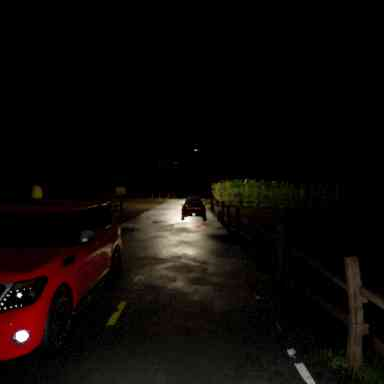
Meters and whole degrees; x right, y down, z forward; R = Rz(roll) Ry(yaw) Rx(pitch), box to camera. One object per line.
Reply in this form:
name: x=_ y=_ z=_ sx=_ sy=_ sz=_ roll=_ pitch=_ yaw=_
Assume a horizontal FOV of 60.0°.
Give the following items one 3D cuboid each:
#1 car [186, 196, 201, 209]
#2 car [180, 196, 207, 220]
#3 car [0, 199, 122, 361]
car: x=0.141 y=1.217 z=41.745 sx=1.812 sy=1.442 sz=4.674 roll=0 pitch=1 yaw=0
car: x=0.126 y=1.332 z=25.960 sx=1.837 sy=1.490 sz=4.892 roll=0 pitch=0 yaw=0
car: x=-2.833 y=1.185 z=6.306 sx=2.150 sy=2.045 sz=5.566 roll=0 pitch=0 yaw=0
